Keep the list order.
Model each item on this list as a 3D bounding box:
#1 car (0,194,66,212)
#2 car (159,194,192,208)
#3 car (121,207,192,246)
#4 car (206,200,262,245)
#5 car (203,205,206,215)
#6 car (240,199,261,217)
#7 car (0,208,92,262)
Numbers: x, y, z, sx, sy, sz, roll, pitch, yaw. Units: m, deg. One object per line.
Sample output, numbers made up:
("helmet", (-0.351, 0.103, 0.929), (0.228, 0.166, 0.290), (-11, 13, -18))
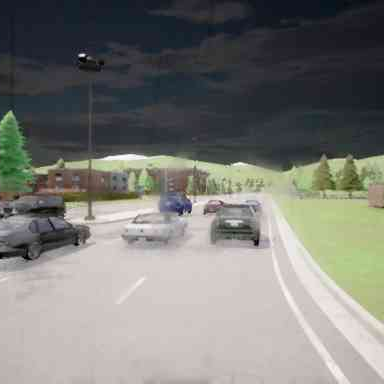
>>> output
("car", (-11.568, 1.205, 24.558), (2.150, 2.045, 5.566), (0, 0, 13))
("car", (-1.508, 1.199, 31.823), (2.150, 2.045, 5.566), (0, 0, 13))
("car", (-1.529, 1.590, 15.410), (1.895, 1.301, 4.718), (0, 0, 11))
("car", (2.145, 1.341, 15.675), (2.097, 1.767, 4.553), (0, 0, 11))
("car", (2.312, 1.503, 32.890), (1.812, 1.442, 4.674), (0, 0, 13))
("car", (5.741, 1.503, 32.187), (1.812, 1.442, 4.674), (0, 0, 13))
("car", (-5.716, 1.539, 12.195), (2.033, 1.411, 5.357), (0, 0, 10))
